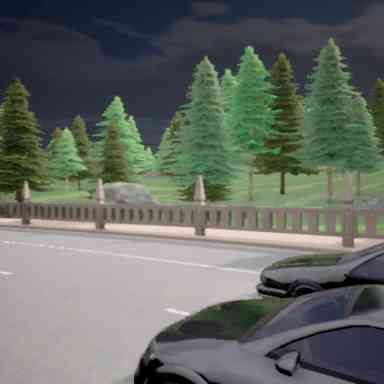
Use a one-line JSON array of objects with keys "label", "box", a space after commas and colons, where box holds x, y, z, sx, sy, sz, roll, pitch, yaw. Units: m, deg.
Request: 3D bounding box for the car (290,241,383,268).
[{"label": "car", "box": [3.821, 1.498, 5.465, 5.357, 1.411, 2.033, 0, 0, 35]}]

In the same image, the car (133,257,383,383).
[{"label": "car", "box": [1.484, 1.540, 2.751, 4.181, 1.385, 1.994, 0, 0, 35]}]
